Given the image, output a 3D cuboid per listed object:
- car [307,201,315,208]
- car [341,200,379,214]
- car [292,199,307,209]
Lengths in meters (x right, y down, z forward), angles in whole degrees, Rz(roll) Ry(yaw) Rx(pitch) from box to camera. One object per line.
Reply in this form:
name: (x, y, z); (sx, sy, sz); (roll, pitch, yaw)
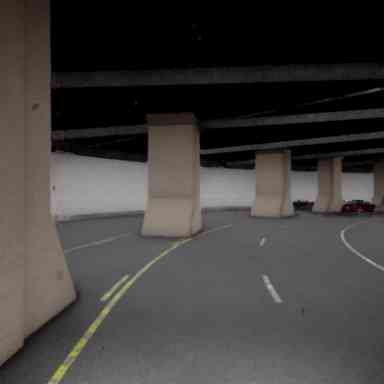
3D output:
car: (17.718, 1.497, 42.978); (4.892, 1.490, 1.837); (0, 0, -26)
car: (17.559, 1.557, 34.773); (4.181, 1.385, 1.994); (0, 0, -30)
car: (14.247, 1.591, 45.156); (4.718, 1.301, 1.895); (0, 0, -28)
